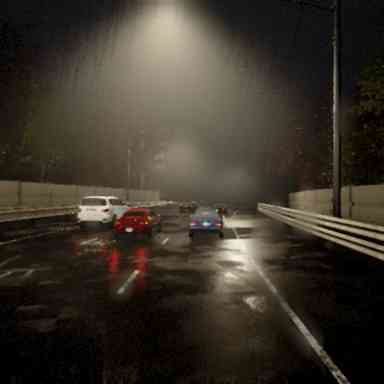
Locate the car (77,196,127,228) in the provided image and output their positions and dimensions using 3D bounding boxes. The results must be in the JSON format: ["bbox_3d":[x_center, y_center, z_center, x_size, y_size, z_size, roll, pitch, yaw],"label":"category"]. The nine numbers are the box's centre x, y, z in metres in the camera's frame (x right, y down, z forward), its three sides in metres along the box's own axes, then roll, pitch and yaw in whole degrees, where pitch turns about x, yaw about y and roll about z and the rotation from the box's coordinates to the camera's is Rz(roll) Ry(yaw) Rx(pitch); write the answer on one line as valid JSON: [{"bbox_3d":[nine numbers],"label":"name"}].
[{"bbox_3d":[-5.832,1.315,22.703,2.150,2.045,5.566,0,-1,5],"label":"car"}]

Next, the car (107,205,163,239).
[{"bbox_3d":[-2.730,1.586,17.532,1.812,1.442,4.674,0,-1,4],"label":"car"}]

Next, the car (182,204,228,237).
[{"bbox_3d":[0.847,1.636,18.634,2.033,1.411,5.357,0,-1,4],"label":"car"}]

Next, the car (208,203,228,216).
[{"bbox_3d":[3.070,1.985,38.006,1.895,1.301,4.718,0,-1,9],"label":"car"}]

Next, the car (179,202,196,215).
[{"bbox_3d":[-0.261,1.872,39.220,2.128,1.511,4.902,0,-1,9],"label":"car"}]
